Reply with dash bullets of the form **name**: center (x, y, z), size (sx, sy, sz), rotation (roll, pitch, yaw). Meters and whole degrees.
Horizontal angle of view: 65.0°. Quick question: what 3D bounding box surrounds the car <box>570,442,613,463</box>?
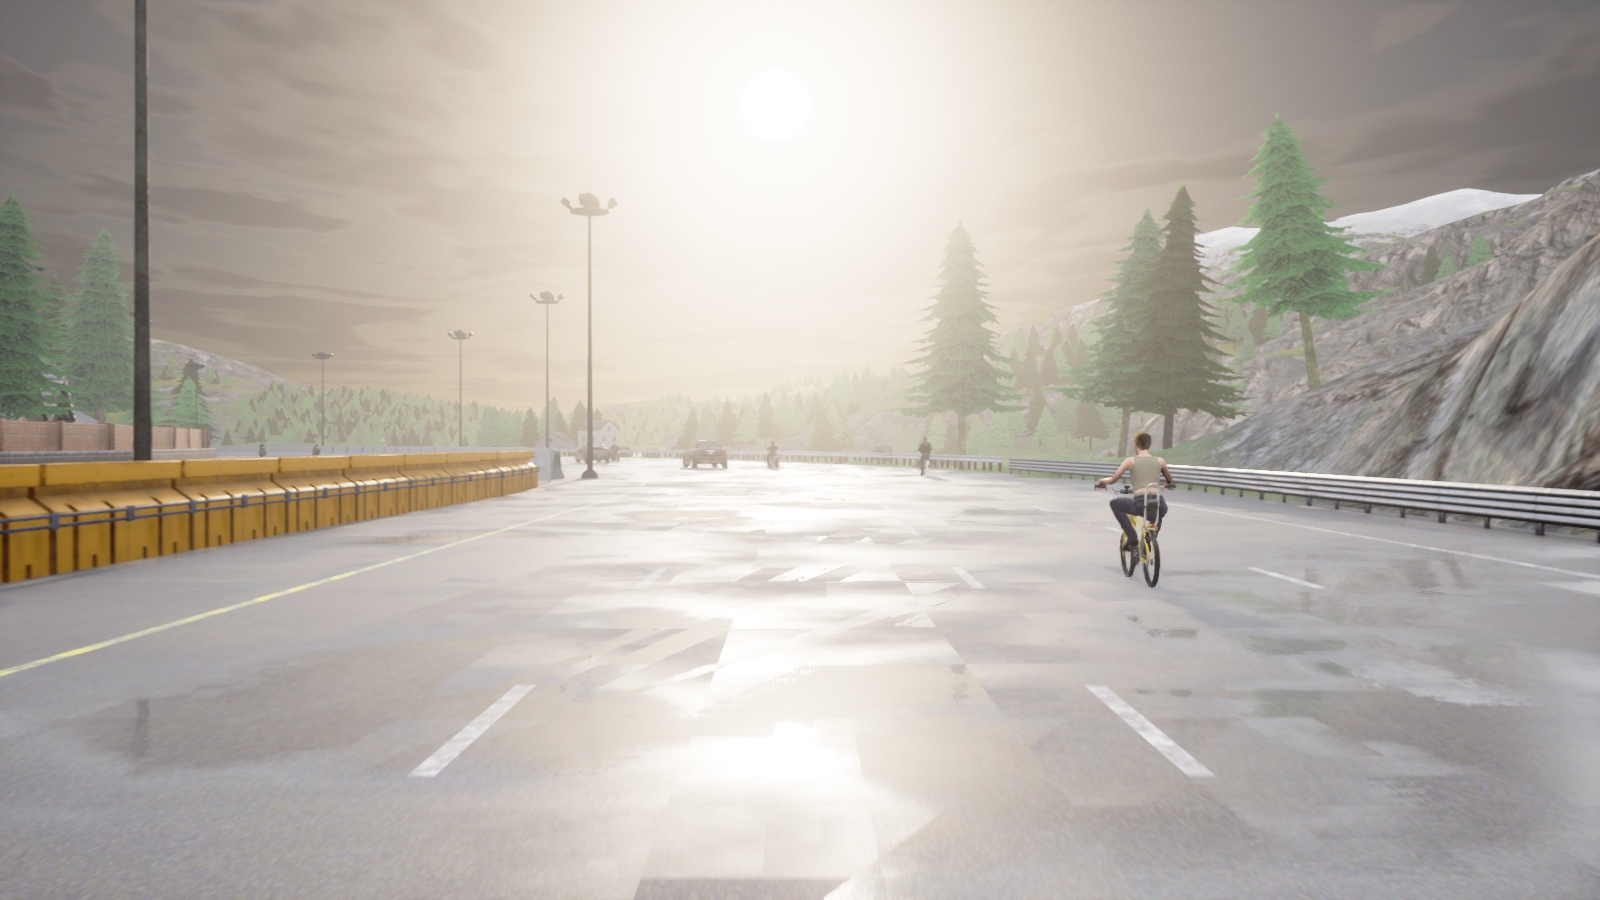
- **car**: center (-15.465, 0.166, 93.005), size (2.128, 1.511, 4.902), rotation (0, 0, -22)

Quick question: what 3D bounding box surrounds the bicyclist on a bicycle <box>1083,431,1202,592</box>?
- **bicyclist on a bicycle**: center (3.595, 0.611, 13.306), size (0.866, 1.612, 1.509), rotation (0, 0, 1)

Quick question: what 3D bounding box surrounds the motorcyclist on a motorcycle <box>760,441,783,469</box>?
- **motorcyclist on a motorcycle**: center (-1.679, 0.281, 73.580), size (0.766, 1.649, 2.350), rotation (-1, 0, -14)

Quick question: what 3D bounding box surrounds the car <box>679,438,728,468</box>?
- **car**: center (-5.815, 0.175, 75.396), size (2.097, 1.767, 4.553), rotation (0, 0, -15)
